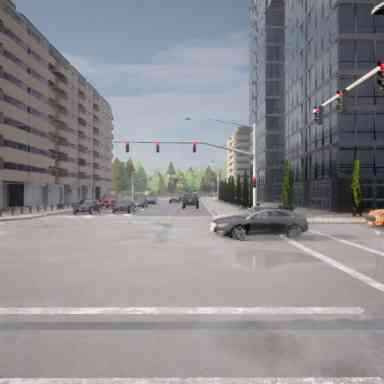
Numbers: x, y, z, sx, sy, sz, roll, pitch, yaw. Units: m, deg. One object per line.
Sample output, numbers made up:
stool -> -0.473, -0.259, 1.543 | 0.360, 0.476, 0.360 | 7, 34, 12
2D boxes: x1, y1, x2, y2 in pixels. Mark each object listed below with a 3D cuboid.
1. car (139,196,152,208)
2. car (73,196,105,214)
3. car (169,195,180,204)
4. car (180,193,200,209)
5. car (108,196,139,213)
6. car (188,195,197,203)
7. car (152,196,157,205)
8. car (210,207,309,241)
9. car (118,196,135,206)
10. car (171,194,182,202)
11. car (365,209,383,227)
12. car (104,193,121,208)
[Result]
car -> -7.323, 1.492, 46.788 | 2.128, 1.511, 4.902 | 0, 0, 1
car -> -10.900, 1.505, 34.803 | 1.837, 1.490, 4.892 | 0, 0, 0
car -> -3.420, 1.526, 64.362 | 1.812, 1.442, 4.674 | 0, 0, 1
car -> -0.158, 1.221, 46.656 | 2.150, 2.045, 5.566 | 0, 0, 1
car -> -7.402, 1.505, 36.424 | 1.837, 1.490, 4.892 | 0, 0, 0
car -> 0.133, 1.504, 72.271 | 1.837, 1.490, 4.892 | 0, 0, 1
car -> -7.184, 1.478, 57.211 | 1.882, 1.535, 5.008 | 0, 0, 1
car -> 3.337, 1.532, 16.468 | 4.902, 1.511, 2.128 | 1, 0, -14
car -> -10.723, 1.478, 54.774 | 1.882, 1.535, 5.008 | 0, 0, 1
car -> -3.396, 1.355, 74.380 | 2.097, 1.767, 4.553 | 0, 0, 1
car -> 13.583, 1.407, 21.217 | 4.553, 1.767, 2.097 | 0, 0, 0
car -> -10.861, 1.221, 44.651 | 2.150, 2.045, 5.566 | 0, 0, 0
